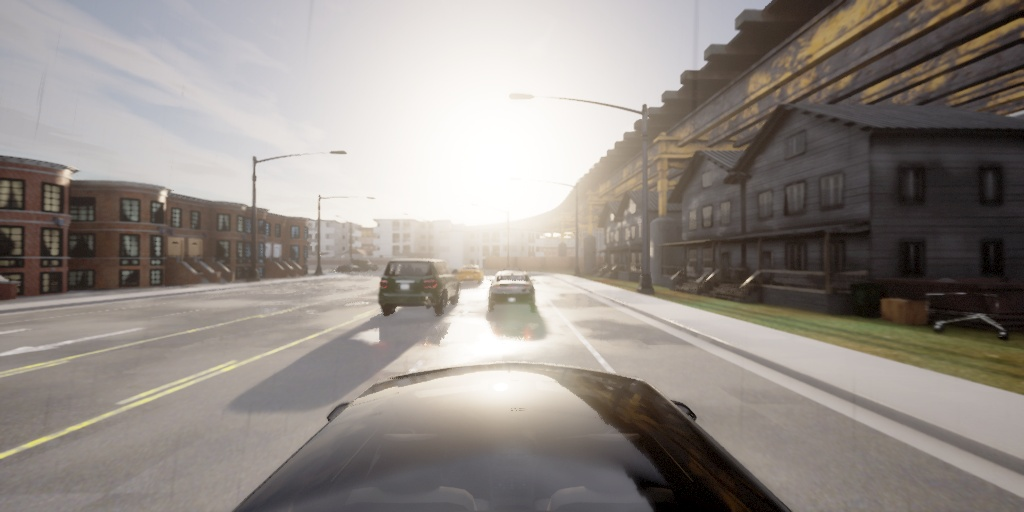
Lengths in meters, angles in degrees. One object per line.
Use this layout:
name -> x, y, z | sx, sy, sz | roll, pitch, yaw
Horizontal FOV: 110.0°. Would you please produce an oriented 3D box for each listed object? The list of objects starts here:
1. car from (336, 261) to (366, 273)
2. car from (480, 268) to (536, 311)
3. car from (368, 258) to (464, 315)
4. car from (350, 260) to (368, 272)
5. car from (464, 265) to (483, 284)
car -> -25.460, 1.904, 56.003 | 4.181, 1.385, 1.994 | 0, -1, 30
car -> 0.013, 1.391, 15.328 | 2.128, 1.511, 4.902 | 0, 0, 0
car -> -3.496, 1.113, 14.418 | 2.150, 2.045, 5.566 | 0, 0, 0
car -> -24.789, 1.606, 59.708 | 5.566, 2.045, 2.150 | -1, -1, 26
car -> -3.497, 1.546, 31.067 | 1.882, 1.535, 5.008 | 0, 0, 0
